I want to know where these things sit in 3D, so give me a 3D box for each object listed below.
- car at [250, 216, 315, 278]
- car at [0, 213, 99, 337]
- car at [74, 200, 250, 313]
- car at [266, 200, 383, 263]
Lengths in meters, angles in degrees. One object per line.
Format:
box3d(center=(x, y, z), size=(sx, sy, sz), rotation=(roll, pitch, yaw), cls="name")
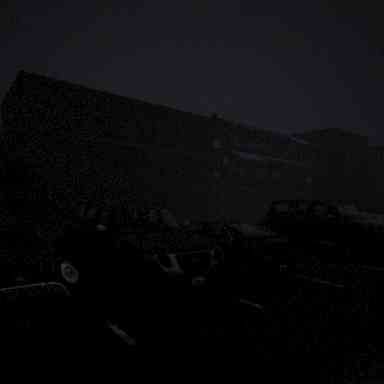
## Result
box3d(center=(0.787, 1.546, 9.937), size=(2.231, 1.521, 4.892), rotation=(1, 0, -35), cls="car")
box3d(center=(-3.800, 1.361, 6.717), size=(2.185, 1.767, 4.553), rotation=(1, 0, -35), cls="car")
box3d(center=(-1.483, 1.264, 8.294), size=(2.435, 2.045, 5.566), rotation=(1, 0, -35), cls="car")
box3d(center=(5.369, 1.365, 13.170), size=(2.435, 2.045, 5.566), rotation=(1, -1, -35), cls="car")
